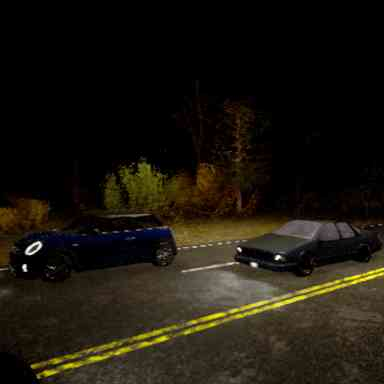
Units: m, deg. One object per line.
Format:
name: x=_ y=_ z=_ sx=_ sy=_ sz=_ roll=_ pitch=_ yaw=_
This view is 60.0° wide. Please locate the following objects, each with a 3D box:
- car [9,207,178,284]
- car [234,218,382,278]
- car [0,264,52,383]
car: x=-2.722 y=1.349 z=9.711 sx=4.553 sy=1.767 sz=2.097 roll=0 pitch=0 yaw=-35
car: x=3.825 y=1.544 z=10.360 sx=5.357 sy=1.411 sz=2.033 roll=0 pitch=0 yaw=-35
car: x=-3.111 y=1.504 z=1.218 sx=4.892 sy=1.490 sz=1.837 roll=0 pitch=0 yaw=-36
